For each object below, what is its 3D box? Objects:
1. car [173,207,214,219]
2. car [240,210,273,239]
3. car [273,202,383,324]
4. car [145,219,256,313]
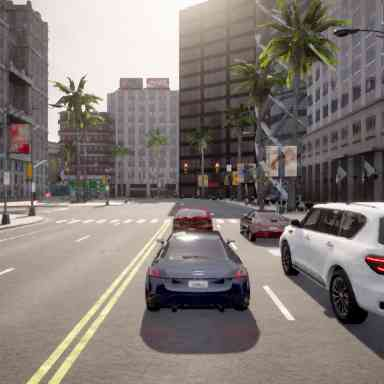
[{"bbox_3d":[0.086,1.478,16.756,1.882,1.535,5.008,0,0,2],"label":"car"},{"bbox_3d":[3.593,1.564,16.635,1.994,1.385,4.181,0,0,0],"label":"car"},{"bbox_3d":[3.599,1.221,7.270,2.150,2.045,5.566,0,0,0],"label":"car"},{"bbox_3d":[0.087,1.562,7.770,1.994,1.385,4.181,0,0,-1],"label":"car"}]
